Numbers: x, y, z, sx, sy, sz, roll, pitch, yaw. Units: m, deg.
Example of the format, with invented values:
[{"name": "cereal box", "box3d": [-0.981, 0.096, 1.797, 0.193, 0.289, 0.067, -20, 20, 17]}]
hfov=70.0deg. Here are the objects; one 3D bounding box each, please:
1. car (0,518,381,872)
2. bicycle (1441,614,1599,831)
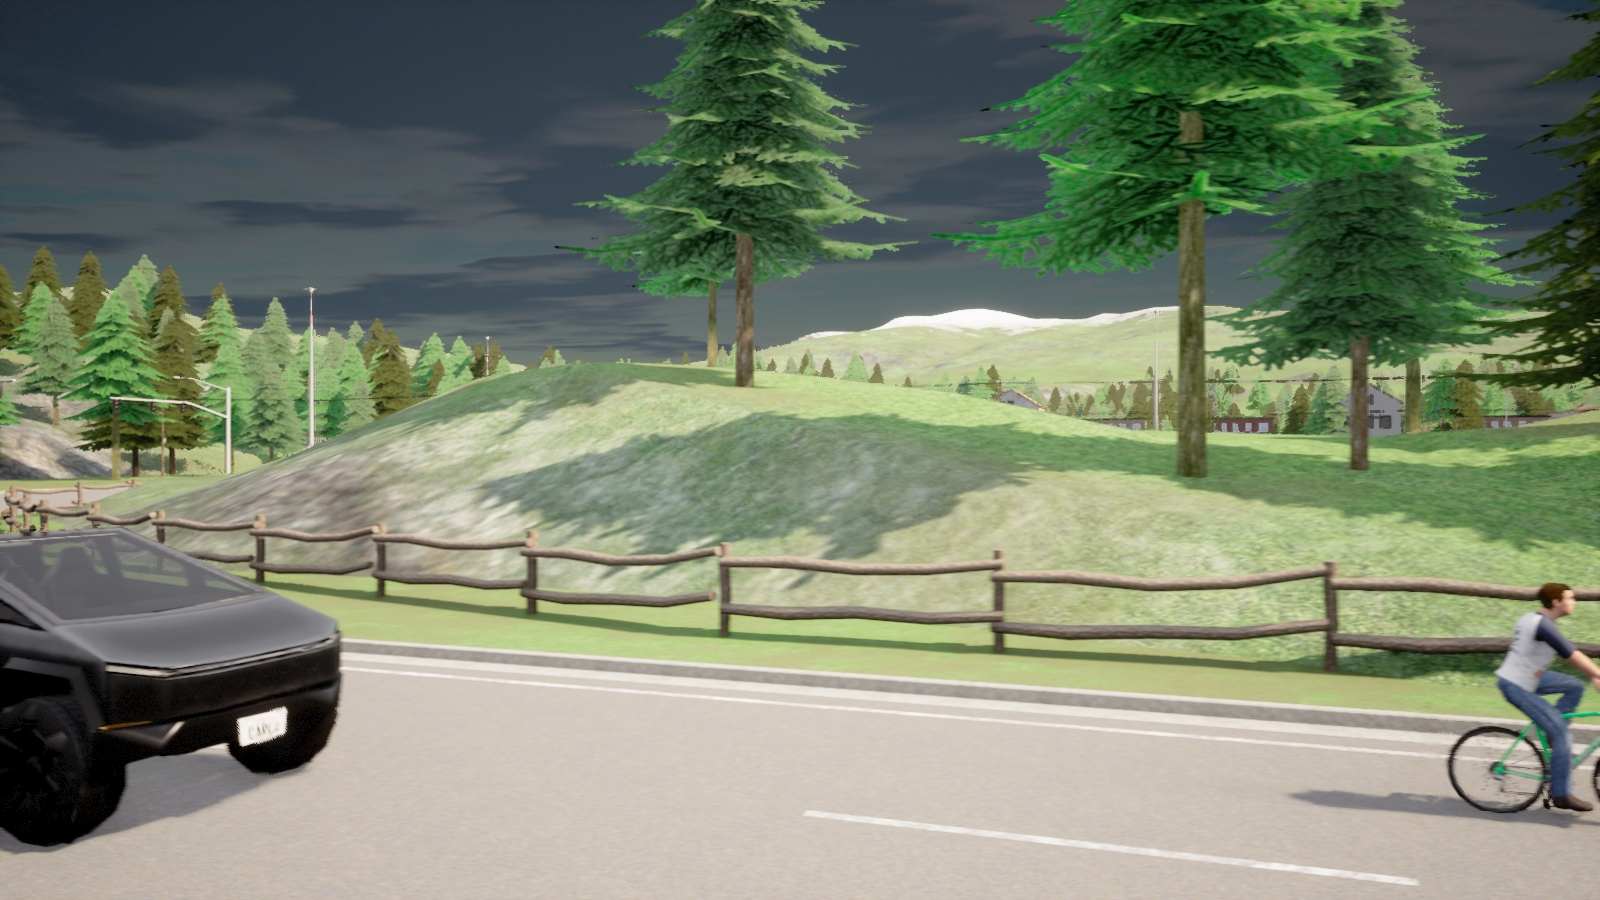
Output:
[{"name": "car", "box3d": [-6.933, 1.747, 9.898, 6.274, 2.098, 2.390, 0, 0, 23]}, {"name": "bicycle", "box3d": [5.819, 2.057, 8.637, 1.643, 1.496, 0.373, 1, 0, 20]}]
